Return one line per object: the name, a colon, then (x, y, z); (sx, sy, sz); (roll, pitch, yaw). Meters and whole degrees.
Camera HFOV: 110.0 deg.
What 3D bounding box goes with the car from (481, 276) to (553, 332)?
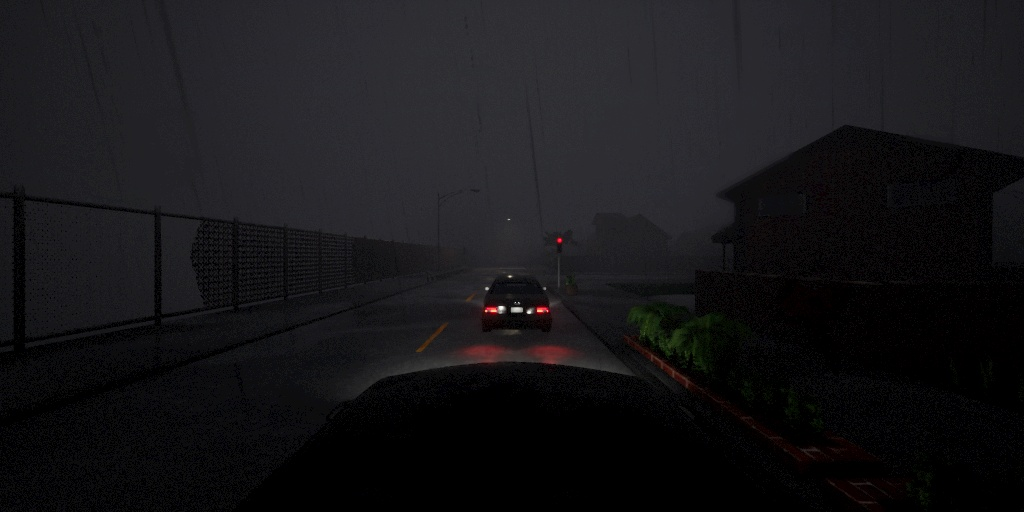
car: (0.118, 1.297, 10.825); (2.033, 1.411, 5.357); (0, 0, 0)
